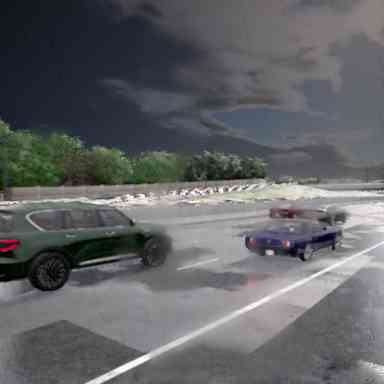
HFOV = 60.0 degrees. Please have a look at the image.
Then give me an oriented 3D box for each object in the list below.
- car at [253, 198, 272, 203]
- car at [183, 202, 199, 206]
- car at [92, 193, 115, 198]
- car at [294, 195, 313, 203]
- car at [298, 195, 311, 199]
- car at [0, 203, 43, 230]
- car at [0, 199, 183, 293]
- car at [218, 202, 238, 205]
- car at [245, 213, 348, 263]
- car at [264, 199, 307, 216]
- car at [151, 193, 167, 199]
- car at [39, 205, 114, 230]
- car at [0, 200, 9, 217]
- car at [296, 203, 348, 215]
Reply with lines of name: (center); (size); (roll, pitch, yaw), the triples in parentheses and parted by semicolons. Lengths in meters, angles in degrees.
car: (11.367, 1.760, 52.727); (1.837, 1.490, 4.892); (-1, -1, 42)
car: (-1.155, 1.876, 38.496); (2.128, 1.511, 4.902); (-1, 0, 41)
car: (-14.416, 1.275, 52.877); (2.150, 2.045, 5.566); (-1, 1, 25)
car: (21.733, 1.361, 64.538); (1.812, 1.442, 4.674); (-1, -1, 41)
car: (18.827, 1.650, 55.880); (2.128, 1.511, 4.902); (-1, -1, 41)
car: (-13.641, 1.760, 24.380); (2.097, 1.767, 4.553); (-1, -1, 42)
car: (-3.060, 1.349, 9.644); (2.150, 2.045, 5.566); (-1, -1, 42)
car: (4.129, 1.851, 39.201); (2.033, 1.411, 5.357); (-1, 0, 41)
car: (4.022, 1.675, 12.490); (1.895, 1.301, 4.718); (-1, -1, 42)
car: (8.293, 1.646, 27.751); (1.882, 1.535, 5.008); (-1, -1, 41)
car: (-6.753, 0.923, 68.296); (1.837, 1.490, 4.892); (-1, 2, 28)
car: (-8.529, 1.844, 24.866); (2.128, 1.511, 4.902); (-1, -1, 42)
car: (-22.069, 1.795, 34.959); (2.097, 1.767, 4.553); (-1, 1, 22)
car: (9.765, 1.611, 24.127); (2.128, 1.511, 4.902); (-1, -1, 41)
